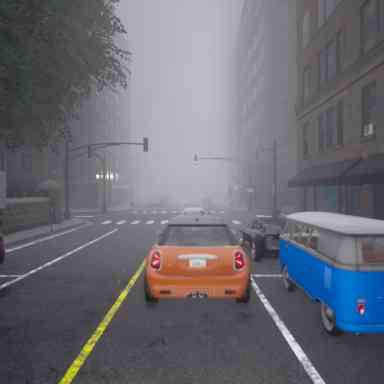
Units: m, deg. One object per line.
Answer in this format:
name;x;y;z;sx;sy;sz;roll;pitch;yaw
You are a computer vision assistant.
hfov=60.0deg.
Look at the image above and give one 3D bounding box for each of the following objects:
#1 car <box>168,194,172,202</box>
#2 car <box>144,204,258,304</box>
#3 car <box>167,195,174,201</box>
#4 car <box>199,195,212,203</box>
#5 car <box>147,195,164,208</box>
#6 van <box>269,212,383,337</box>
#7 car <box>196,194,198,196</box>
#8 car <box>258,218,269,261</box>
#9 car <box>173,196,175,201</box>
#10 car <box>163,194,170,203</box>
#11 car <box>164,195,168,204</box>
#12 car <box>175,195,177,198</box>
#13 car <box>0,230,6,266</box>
car;-5.652;1.577;66.426;1.887;1.381;4.507;0;0;0
car;0.104;1.358;8.346;2.097;1.767;4.553;0;0;0
car;-5.647;1.585;88.059;1.752;1.417;4.829;0;0;0
car;2.872;1.472;66.460;1.967;1.590;4.097;0;0;0
car;-5.656;1.544;49.904;1.752;1.417;4.829;0;0;0
van;2.857;1.346;6.423;1.690;1.788;3.998;0;0;0
car;2.879;1.594;93.872;1.752;1.417;4.829;0;0;0
car;2.859;1.575;12.083;1.947;1.339;4.313;0;0;0
car;-5.650;1.595;77.328;2.008;1.369;4.403;0;0;0
car;-5.654;1.572;60.975;1.887;1.381;4.507;0;0;0
car;-5.655;1.573;55.524;2.008;1.369;4.403;0;0;0
car;-5.649;1.367;82.779;2.192;1.841;5.009;0;0;0
car;-5.667;1.320;6.385;2.192;1.841;5.009;0;0;0
